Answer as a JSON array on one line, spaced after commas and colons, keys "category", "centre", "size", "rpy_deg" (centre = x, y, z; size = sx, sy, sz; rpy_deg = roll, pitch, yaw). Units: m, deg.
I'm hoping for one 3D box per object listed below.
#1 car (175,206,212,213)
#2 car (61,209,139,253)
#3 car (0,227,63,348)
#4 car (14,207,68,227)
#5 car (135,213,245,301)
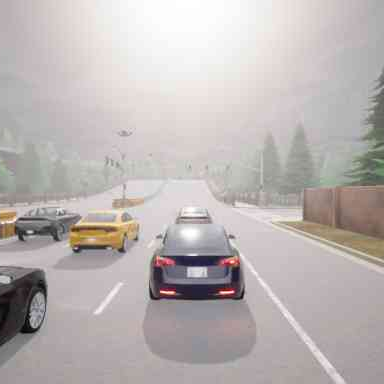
[{"category": "car", "centre": [0.090, 1.492, 17.491], "size": [2.128, 1.511, 4.902], "rpy_deg": [0, 0, 0]}, {"category": "car", "centre": [-3.407, 1.478, 13.754], "size": [1.882, 1.535, 5.008], "rpy_deg": [0, 0, 0]}, {"category": "car", "centre": [-3.400, 1.478, 3.737], "size": [1.882, 1.535, 5.008], "rpy_deg": [0, 0, 0]}, {"category": "car", "centre": [-6.909, 1.491, 16.599], "size": [2.128, 1.511, 4.902], "rpy_deg": [0, 0, 0]}, {"category": "car", "centre": [0.096, 1.504, 8.400], "size": [2.163, 1.488, 4.792], "rpy_deg": [0, 0, 0]}]
